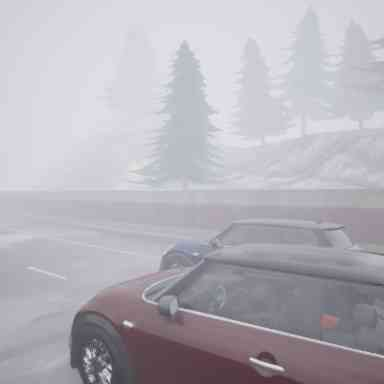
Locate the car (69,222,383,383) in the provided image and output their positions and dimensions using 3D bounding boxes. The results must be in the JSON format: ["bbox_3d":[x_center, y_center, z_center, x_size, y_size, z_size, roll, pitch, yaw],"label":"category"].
[{"bbox_3d":[0.703,1.363,3.620,4.553,1.767,2.097,0,0,36],"label":"car"}]

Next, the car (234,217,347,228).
[{"bbox_3d":[1.429,1.374,7.445,4.553,1.767,2.097,0,0,37],"label":"car"}]
